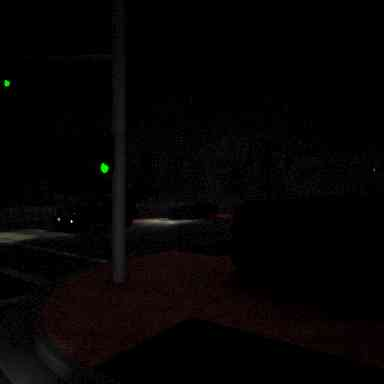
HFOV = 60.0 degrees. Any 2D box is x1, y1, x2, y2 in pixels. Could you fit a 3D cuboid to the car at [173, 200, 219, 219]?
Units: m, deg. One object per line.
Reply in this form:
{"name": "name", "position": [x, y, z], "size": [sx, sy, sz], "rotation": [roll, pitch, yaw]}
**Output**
{"name": "car", "position": [0.393, 1.478, 29.389], "size": [1.882, 1.535, 5.008], "rotation": [0, 0, 39]}

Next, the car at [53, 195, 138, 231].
{"name": "car", "position": [-5.968, 1.221, 21.371], "size": [2.150, 2.045, 5.566], "rotation": [0, 0, 38]}
